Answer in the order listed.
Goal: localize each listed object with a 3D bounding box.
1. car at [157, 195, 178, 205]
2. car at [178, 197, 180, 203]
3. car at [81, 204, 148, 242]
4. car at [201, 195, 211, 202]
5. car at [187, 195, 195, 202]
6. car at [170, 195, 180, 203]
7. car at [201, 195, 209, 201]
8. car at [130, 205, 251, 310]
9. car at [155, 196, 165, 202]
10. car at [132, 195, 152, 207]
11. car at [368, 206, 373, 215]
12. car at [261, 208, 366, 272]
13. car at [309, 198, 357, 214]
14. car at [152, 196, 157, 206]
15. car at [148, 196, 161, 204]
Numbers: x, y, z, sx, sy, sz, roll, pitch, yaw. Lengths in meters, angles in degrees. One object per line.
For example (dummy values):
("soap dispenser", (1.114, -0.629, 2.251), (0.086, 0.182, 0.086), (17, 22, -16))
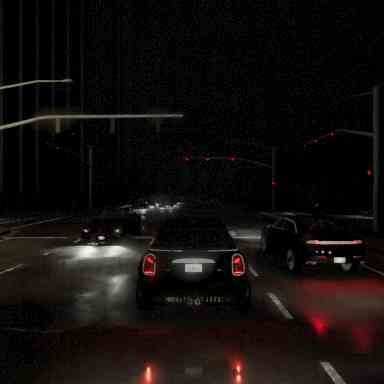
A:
("car", (-3.689, 1.547, 50.777), (2.033, 1.411, 5.357), (0, 0, 0))
("car", (-3.690, 1.491, 60.279), (2.128, 1.511, 4.902), (0, 0, 0))
("car", (-3.771, 1.551, 16.659), (2.033, 1.411, 5.357), (0, 0, 1))
("car", (3.346, 1.500, 77.851), (1.837, 1.490, 4.892), (0, 0, 0))
("car", (-0.153, 1.478, 77.866), (1.882, 1.535, 5.008), (0, 0, 0))
("car", (-3.639, 1.500, 70.490), (1.837, 1.490, 4.892), (0, 0, 0))
("car", (3.326, 1.478, 87.950), (1.882, 1.535, 5.008), (0, 0, 0))
("car", (0.042, 1.352, 7.953), (2.097, 1.767, 4.553), (0, 0, 0))
("car", (-7.146, 1.594, 74.197), (1.895, 1.301, 4.718), (0, 0, 0))
("car", (-7.185, 1.526, 46.455), (1.812, 1.442, 4.674), (0, 0, 0))
("car", (19.115, 1.560, 31.152), (4.892, 1.490, 1.837), (0, 0, 0))
("car", (3.598, 1.492, 10.763), (2.128, 1.511, 4.902), (0, 0, -3))
("car", (14.603, 1.407, 34.705), (4.553, 1.767, 2.097), (0, 0, 2))
("car", (-7.196, 1.352, 55.358), (2.097, 1.767, 4.553), (0, 0, 0))
("car", (-7.177, 1.526, 64.154), (1.812, 1.442, 4.674), (0, 0, 0))
